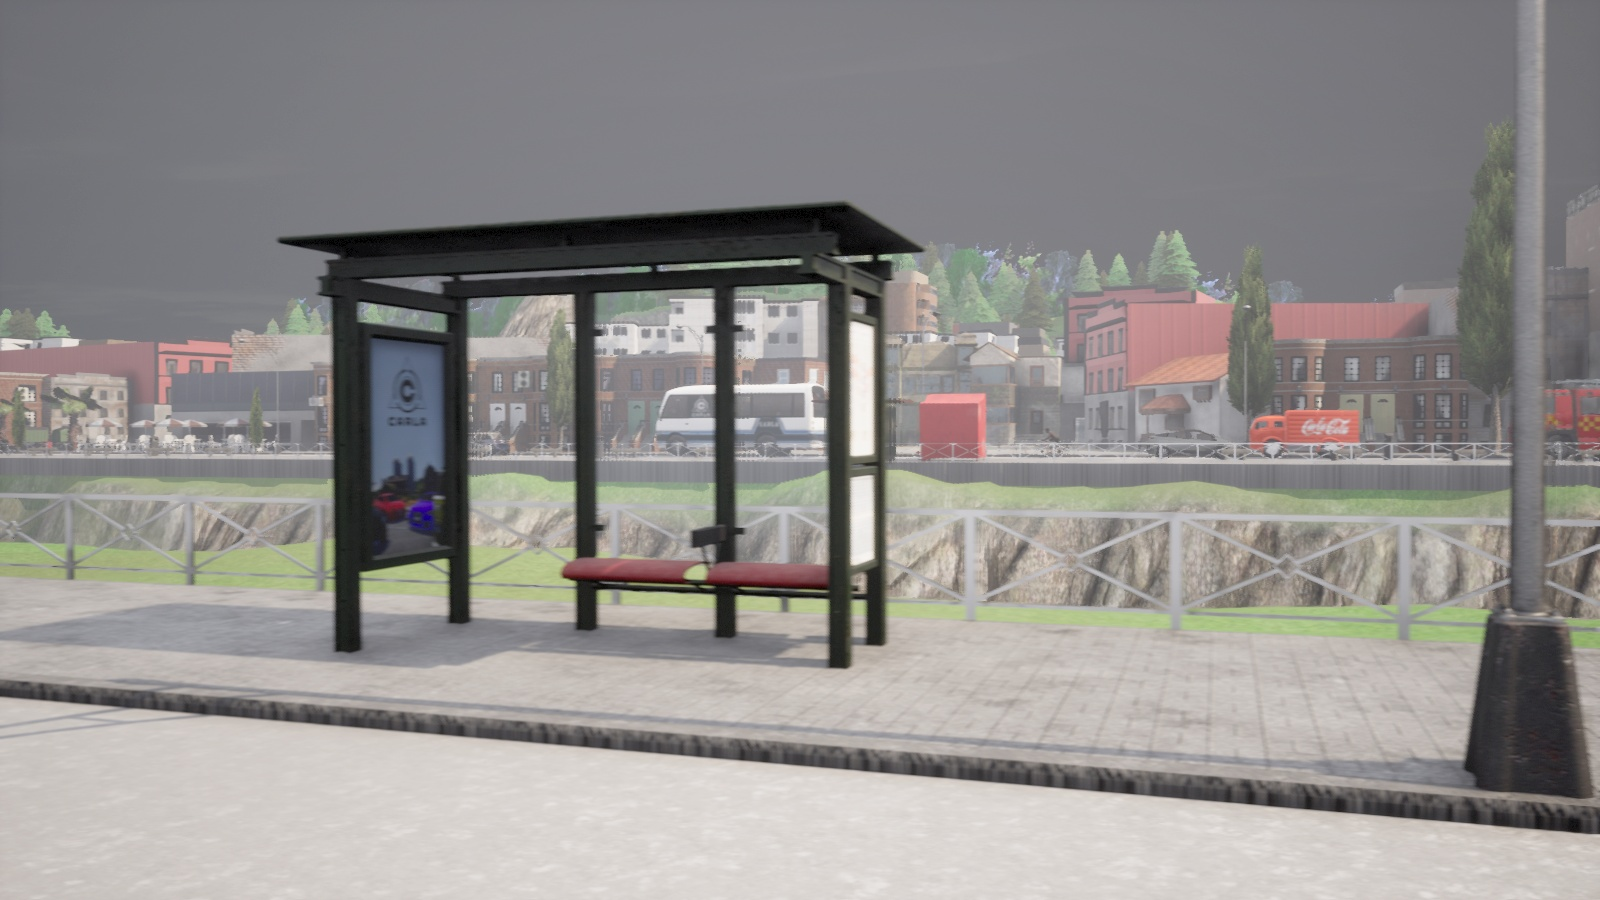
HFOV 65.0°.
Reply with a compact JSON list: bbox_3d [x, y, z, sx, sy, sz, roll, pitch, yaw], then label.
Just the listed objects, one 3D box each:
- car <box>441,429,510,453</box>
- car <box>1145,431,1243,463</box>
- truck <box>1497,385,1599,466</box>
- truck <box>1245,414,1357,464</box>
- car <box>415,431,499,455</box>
[{"bbox_3d":[-20.658,-0.567,79.978,3.806,1.475,1.970,1,1,19],"label":"car"},{"bbox_3d":[19.524,-0.150,62.253,4.514,1.525,2.007,1,1,19],"label":"car"},{"bbox_3d":[38.457,-1.156,60.091,8.468,3.827,2.891,1,1,19],"label":"truck"},{"bbox_3d":[25.606,-0.595,64.419,5.204,2.467,2.627,1,1,19],"label":"truck"},{"bbox_3d":[-20.714,-0.439,75.779,4.674,1.442,1.812,1,1,19],"label":"car"}]
